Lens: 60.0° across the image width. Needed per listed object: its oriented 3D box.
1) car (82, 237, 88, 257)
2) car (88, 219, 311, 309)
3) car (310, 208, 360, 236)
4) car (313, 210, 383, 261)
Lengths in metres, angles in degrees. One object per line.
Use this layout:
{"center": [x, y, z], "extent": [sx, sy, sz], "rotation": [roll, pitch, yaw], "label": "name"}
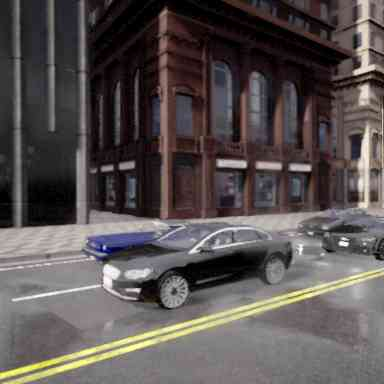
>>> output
{"center": [-1.050, 1.600, 10.923], "extent": [4.718, 1.301, 1.895], "rotation": [0, 0, -35], "label": "car"}
{"center": [0.357, 1.492, 7.926], "extent": [4.902, 1.511, 2.128], "rotation": [0, 0, -35], "label": "car"}
{"center": [7.750, 1.545, 17.148], "extent": [5.357, 1.411, 2.033], "rotation": [0, 0, -35], "label": "car"}
{"center": [6.729, 1.562, 12.361], "extent": [4.181, 1.385, 1.994], "rotation": [0, 0, -36], "label": "car"}
